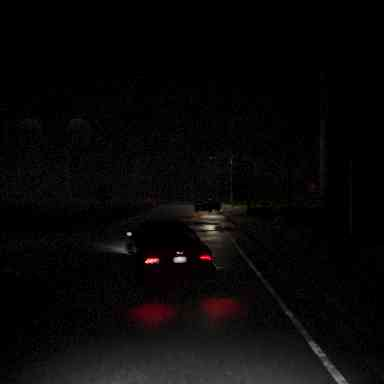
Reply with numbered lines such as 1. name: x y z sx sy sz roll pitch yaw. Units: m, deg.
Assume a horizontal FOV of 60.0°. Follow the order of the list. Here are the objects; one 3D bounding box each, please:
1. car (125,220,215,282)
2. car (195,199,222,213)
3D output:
1. car: -0.856 1.551 9.835 2.033 1.411 5.357 0 0 -13
2. car: 1.876 1.505 37.551 2.128 1.511 4.902 0 0 22
